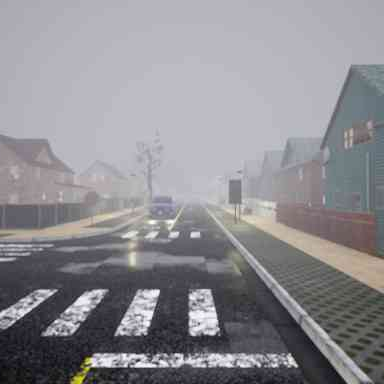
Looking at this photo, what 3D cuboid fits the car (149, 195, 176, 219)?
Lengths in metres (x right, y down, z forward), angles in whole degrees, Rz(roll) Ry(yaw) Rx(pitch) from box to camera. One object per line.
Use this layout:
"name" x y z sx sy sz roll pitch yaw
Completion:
"car" -2.732 1.386 31.353 2.150 2.045 5.566 0 1 0
